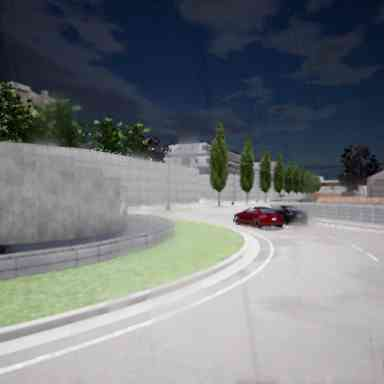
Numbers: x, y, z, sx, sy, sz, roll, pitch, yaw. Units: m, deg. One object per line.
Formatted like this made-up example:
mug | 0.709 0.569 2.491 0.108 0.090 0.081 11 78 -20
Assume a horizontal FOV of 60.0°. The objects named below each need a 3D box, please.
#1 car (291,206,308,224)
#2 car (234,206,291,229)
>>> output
car | 7.188 1.764 26.272 1.994 1.385 4.181 0 0 -21
car | 4.618 1.741 23.350 1.994 1.385 4.181 0 0 -20
